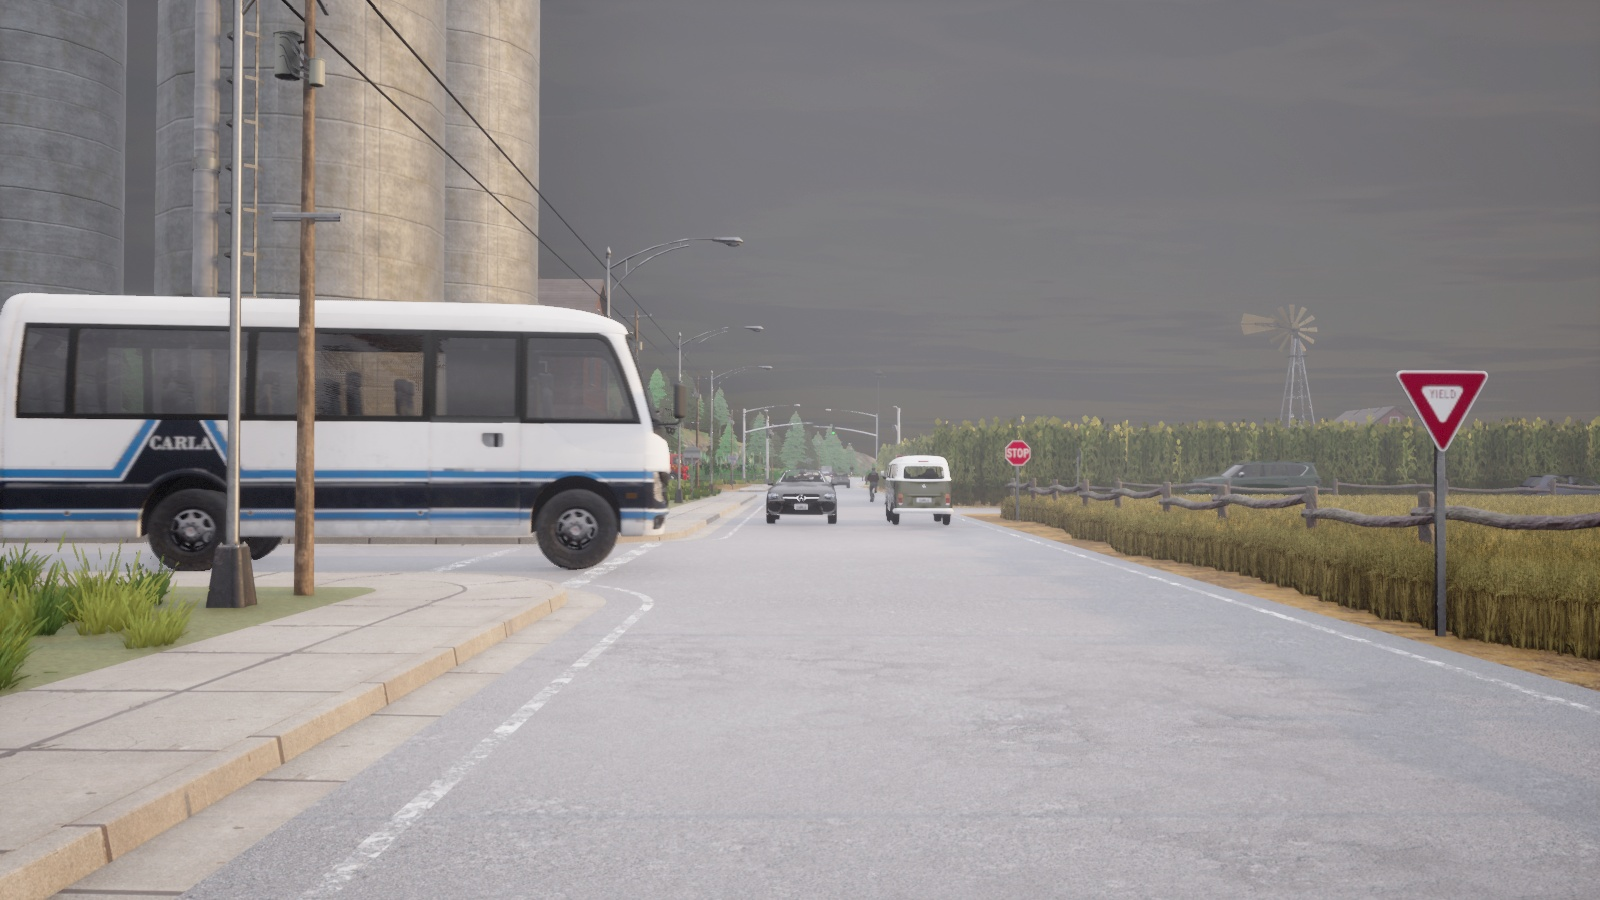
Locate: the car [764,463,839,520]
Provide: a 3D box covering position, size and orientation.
[{"bbox_3d":[0.100,1.248,39.099,2.152,1.651,5.027,0,-1,1],"label":"car"}]

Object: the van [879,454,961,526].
[{"bbox_3d":[3.564,1.166,38.116,2.069,2.038,4.480,0,0,0],"label":"van"}]

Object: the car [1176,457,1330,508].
[{"bbox_3d":[18.738,1.331,52.139,5.566,2.045,2.150,0,-1,0],"label":"car"}]

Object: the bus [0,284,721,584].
[{"bbox_3d":[-6.595,-0.192,20.493,10.273,4.253,3.944,0,-1,-8],"label":"bus"}]

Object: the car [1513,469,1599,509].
[{"bbox_3d":[30.168,1.503,48.981,3.633,1.501,1.845,0,-1,0],"label":"car"}]
